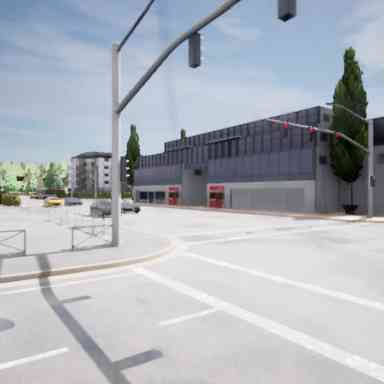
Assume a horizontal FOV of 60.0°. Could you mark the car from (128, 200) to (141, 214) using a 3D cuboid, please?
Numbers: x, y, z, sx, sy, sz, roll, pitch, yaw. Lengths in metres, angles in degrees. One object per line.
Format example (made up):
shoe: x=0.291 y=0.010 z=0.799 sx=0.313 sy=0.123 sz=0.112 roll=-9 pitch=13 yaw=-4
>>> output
car: x=-7.296 y=1.542 z=35.497 sx=2.033 sy=1.411 sz=5.357 roll=0 pitch=0 yaw=-34

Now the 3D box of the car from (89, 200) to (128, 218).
car: x=-7.822 y=1.500 z=29.998 sx=1.837 sy=1.490 sz=4.892 roll=0 pitch=0 yaw=-34

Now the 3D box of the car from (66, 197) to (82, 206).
car: x=-19.276 y=1.541 z=53.567 sx=2.033 sy=1.411 sz=5.357 roll=0 pitch=0 yaw=-34

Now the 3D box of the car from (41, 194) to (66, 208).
car: x=-20.456 y=1.473 z=48.983 sx=1.882 sy=1.535 sz=5.008 roll=0 pitch=0 yaw=-33
